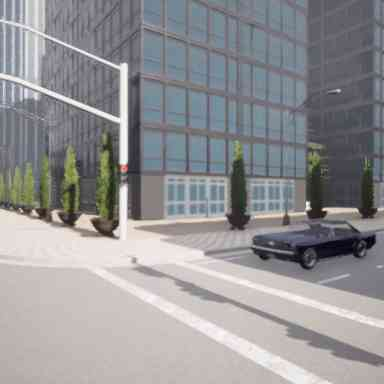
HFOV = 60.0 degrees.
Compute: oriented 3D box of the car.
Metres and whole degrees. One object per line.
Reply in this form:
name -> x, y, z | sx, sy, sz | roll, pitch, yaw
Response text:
car -> 4.185, 1.621, 11.273 | 4.718, 1.301, 1.895 | 0, 0, -35
